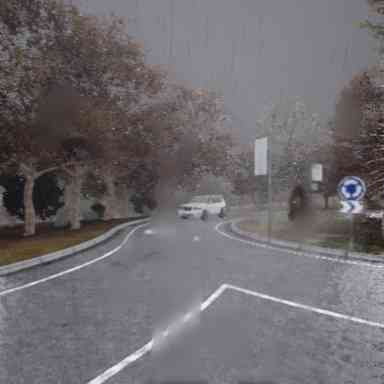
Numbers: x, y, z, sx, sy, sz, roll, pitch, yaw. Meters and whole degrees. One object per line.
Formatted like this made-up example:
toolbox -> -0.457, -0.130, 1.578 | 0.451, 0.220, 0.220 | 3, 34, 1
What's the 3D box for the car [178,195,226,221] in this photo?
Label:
car -> 0.986, 1.287, 28.266 | 2.150, 2.045, 5.566 | 0, -1, 30
